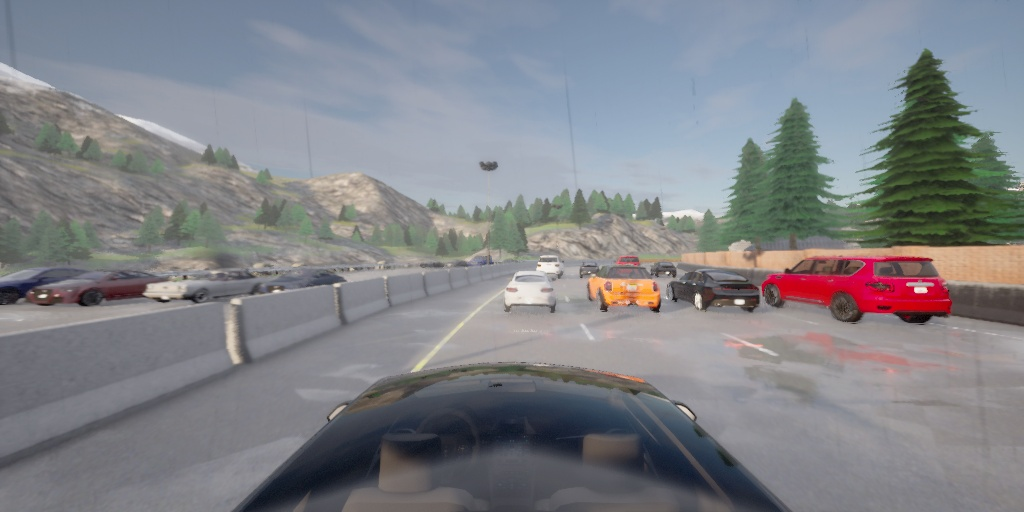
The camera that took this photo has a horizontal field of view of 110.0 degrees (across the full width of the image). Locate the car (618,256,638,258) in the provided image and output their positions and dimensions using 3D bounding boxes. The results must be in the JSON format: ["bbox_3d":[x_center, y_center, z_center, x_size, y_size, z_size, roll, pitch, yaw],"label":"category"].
[{"bbox_3d":[11.001,1.009,34.275,2.150,2.045,5.566,0,0,13],"label":"car"}]

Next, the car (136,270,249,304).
[{"bbox_3d":[-13.324,1.319,16.169,1.895,1.301,4.718,0,0,6],"label":"car"}]

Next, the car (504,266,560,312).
[{"bbox_3d":[0.762,1.281,14.108,1.812,1.442,4.674,0,0,5],"label":"car"}]

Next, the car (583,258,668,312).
[{"bbox_3d":[4.310,1.117,14.454,2.097,1.767,4.553,0,0,5],"label":"car"}]

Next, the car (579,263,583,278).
[{"bbox_3d":[7.484,1.269,34.470,2.128,1.511,4.902,0,0,12],"label":"car"}]

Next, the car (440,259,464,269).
[{"bbox_3d":[-8.554,1.231,55.523,2.128,1.511,4.902,0,0,19],"label":"car"}]

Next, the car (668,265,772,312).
[{"bbox_3d":[7.797,1.279,14.341,1.837,1.490,4.892,0,0,5],"label":"car"}]

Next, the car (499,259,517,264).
[{"bbox_3d":[-0.553,1.266,57.250,1.837,1.490,4.892,0,0,20],"label":"car"}]

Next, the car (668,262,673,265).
[{"bbox_3d":[14.883,1.303,35.353,1.837,1.490,4.892,0,0,14],"label":"car"}]

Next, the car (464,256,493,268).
[{"bbox_3d":[-4.823,0.971,55.766,2.150,2.045,5.566,0,0,19],"label":"car"}]

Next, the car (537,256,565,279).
[{"bbox_3d":[3.663,0.989,33.521,2.150,2.045,5.566,0,0,12],"label":"car"}]

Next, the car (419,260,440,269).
[{"bbox_3d":[-12.333,1.330,55.327,1.895,1.301,4.718,0,0,18],"label":"car"}]

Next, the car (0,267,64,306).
[{"bbox_3d":[-20.385,1.224,15.571,1.812,1.442,4.674,0,0,5],"label":"car"}]

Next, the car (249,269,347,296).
[{"bbox_3d":[-9.701,1.292,16.995,1.994,1.385,4.181,0,0,6],"label":"car"}]

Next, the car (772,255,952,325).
[{"bbox_3d":[11.104,1.004,12.233,2.150,2.045,5.566,0,0,4],"label":"car"}]

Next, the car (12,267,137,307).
[{"bbox_3d":[-16.903,1.272,15.023,1.994,1.385,4.181,0,0,5],"label":"car"}]
